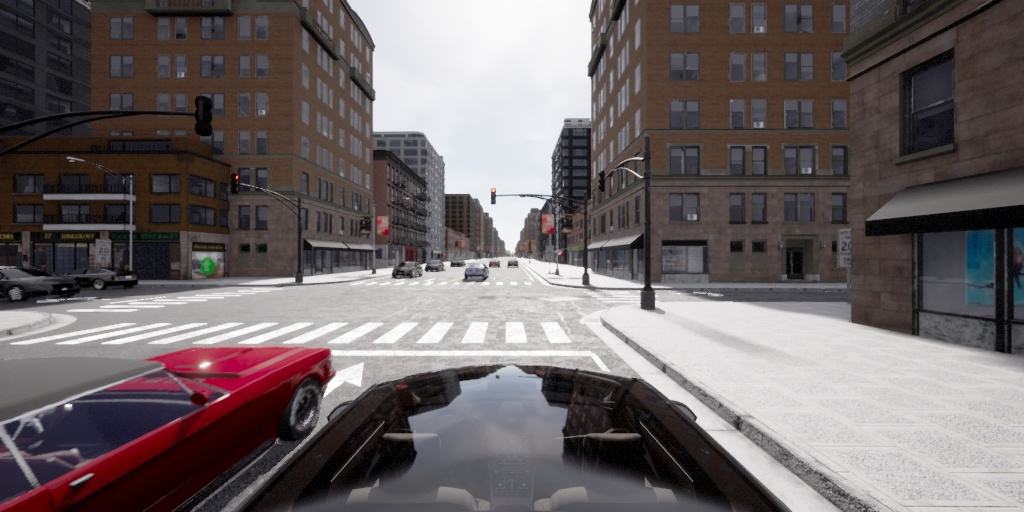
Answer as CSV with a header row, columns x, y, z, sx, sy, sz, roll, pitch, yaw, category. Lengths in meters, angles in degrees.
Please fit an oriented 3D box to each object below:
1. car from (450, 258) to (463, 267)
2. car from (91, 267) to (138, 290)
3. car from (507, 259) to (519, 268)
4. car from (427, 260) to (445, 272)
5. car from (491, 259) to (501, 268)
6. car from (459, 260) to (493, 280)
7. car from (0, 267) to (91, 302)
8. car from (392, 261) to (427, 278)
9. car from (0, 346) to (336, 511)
x,y,z,sx,sy,sz,roll,pitch,yaw,category
-9.624,1.091,63.569,2.097,1.767,4.553,0,0,1,car
-25.321,1.330,21.750,4.313,1.339,1.948,0,0,0,car
0.168,1.245,62.244,1.837,1.490,4.892,0,0,0,car
-9.725,1.251,45.444,1.837,1.490,4.892,0,0,0,car
-3.081,1.266,62.670,1.812,1.442,4.674,0,0,0,car
-3.068,1.296,31.626,2.033,1.411,5.357,0,0,0,car
-22.687,1.248,16.244,4.892,1.490,1.837,0,0,0,car
-9.757,1.253,33.766,1.837,1.490,4.892,0,0,0,car
-3.151,1.351,2.401,1.895,1.301,4.718,0,0,0,car
